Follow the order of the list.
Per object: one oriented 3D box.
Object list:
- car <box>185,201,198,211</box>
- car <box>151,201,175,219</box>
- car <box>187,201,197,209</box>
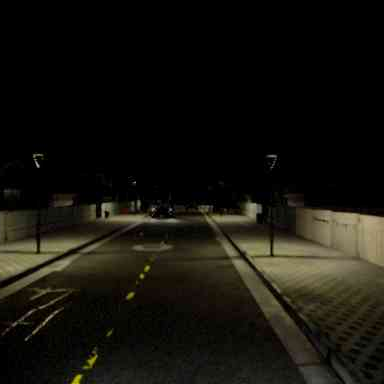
[{"bbox_3d":[-0.042,2.180,52.492,2.033,1.411,5.357,0,-1,0],"label":"car"},{"bbox_3d":[-2.831,1.703,33.299,2.097,1.767,4.553,0,-1,0],"label":"car"},{"bbox_3d":[-0.051,2.408,62.940,1.895,1.301,4.718,0,-1,0],"label":"car"}]
